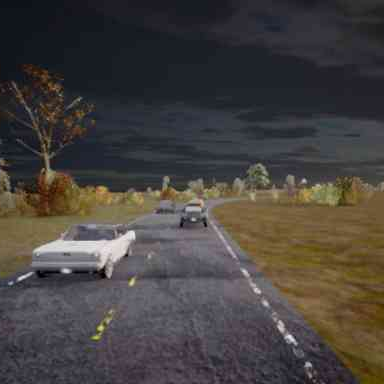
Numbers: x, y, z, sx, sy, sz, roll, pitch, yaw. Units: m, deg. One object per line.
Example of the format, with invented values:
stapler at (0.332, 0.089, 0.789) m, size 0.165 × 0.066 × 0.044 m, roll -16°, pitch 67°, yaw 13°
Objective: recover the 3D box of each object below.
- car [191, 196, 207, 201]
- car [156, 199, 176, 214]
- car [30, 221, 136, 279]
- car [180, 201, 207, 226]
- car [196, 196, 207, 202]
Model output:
car at (0.634, 1.601, 42.728) m, size 1.882 × 1.535 × 5.008 m, roll 0°, pitch 0°, yaw 4°
car at (-2.838, 1.614, 37.002) m, size 1.837 × 1.490 × 4.892 m, roll 0°, pitch -1°, yaw 2°
car at (-3.059, 1.632, 10.321) m, size 1.895 × 1.301 × 4.718 m, roll 0°, pitch 0°, yaw 0°
car at (0.107, 1.595, 23.771) m, size 1.812 × 1.442 × 4.674 m, roll 0°, pitch 0°, yaw 0°
car at (2.281, 1.592, 78.017) m, size 1.895 × 1.301 × 4.718 m, roll 0°, pitch 0°, yaw 11°
